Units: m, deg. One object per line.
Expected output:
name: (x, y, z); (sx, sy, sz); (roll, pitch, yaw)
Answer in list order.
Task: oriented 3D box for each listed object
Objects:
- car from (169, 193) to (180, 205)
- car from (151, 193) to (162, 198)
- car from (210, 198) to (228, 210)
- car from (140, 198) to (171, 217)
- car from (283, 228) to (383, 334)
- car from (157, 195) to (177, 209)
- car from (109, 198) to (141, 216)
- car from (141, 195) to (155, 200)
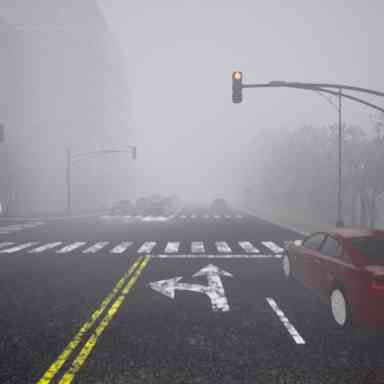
car: (-3.325, 1.229, 61.001); (2.150, 2.045, 5.566); (0, 0, 0)
car: (-6.575, 1.229, 60.927); (2.150, 2.045, 5.566); (0, 0, 0)
car: (3.345, 1.523, 42.086); (1.812, 1.442, 4.674); (0, 0, 0)
car: (-3.356, 1.567, 31.385); (1.994, 1.385, 4.181); (0, 0, 0)
car: (3.349, 1.476, 6.909); (1.882, 1.535, 5.008); (0, 0, 0)
car: (-3.354, 1.504, 44.895); (1.837, 1.490, 4.892); (0, 0, 0)
car: (-6.813, 1.522, 33.255); (1.812, 1.442, 4.674); (0, 0, 3)
car: (-6.603, 1.525, 45.260); (1.812, 1.442, 4.674); (0, 0, 0)
